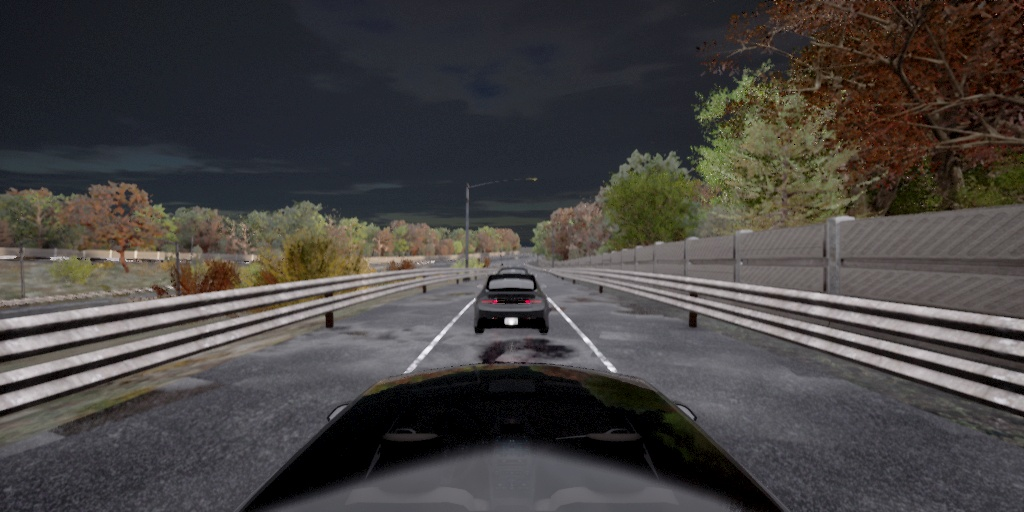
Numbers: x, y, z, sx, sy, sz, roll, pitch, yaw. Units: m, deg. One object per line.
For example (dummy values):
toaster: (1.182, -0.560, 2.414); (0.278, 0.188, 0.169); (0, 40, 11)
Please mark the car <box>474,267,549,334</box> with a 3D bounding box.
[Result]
car: (-0.005, 1.225, 10.402); (1.837, 1.490, 4.892); (0, 0, 0)
